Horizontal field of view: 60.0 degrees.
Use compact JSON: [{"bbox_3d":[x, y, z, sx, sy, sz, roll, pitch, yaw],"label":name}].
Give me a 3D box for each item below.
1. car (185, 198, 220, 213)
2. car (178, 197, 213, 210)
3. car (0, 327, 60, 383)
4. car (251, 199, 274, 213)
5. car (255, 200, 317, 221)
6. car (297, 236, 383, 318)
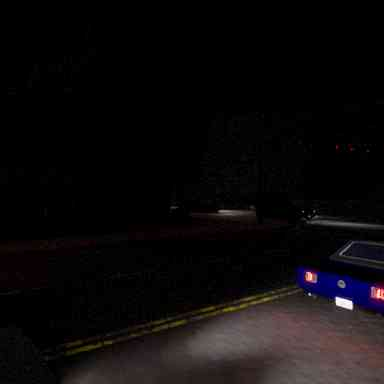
[{"bbox_3d":[1.069,1.477,36.789,1.882,1.535,5.008,0,0,-36],"label":"car"},{"bbox_3d":[0.431,1.492,43.696,2.128,1.511,4.902,0,0,-36],"label":"car"},{"bbox_3d":[-3.079,1.601,1.556,4.718,1.301,1.895,0,0,-35],"label":"car"},{"bbox_3d":[8.061,1.505,33.069,1.837,1.490,4.892,0,0,-36],"label":"car"},{"bbox_3d":[7.787,1.601,27.468,1.895,1.301,4.718,0,0,-36],"label":"car"},{"bbox_3d":[4.403,1.601,6.911,4.718,1.301,1.895,0,0,-35],"label":"car"}]
